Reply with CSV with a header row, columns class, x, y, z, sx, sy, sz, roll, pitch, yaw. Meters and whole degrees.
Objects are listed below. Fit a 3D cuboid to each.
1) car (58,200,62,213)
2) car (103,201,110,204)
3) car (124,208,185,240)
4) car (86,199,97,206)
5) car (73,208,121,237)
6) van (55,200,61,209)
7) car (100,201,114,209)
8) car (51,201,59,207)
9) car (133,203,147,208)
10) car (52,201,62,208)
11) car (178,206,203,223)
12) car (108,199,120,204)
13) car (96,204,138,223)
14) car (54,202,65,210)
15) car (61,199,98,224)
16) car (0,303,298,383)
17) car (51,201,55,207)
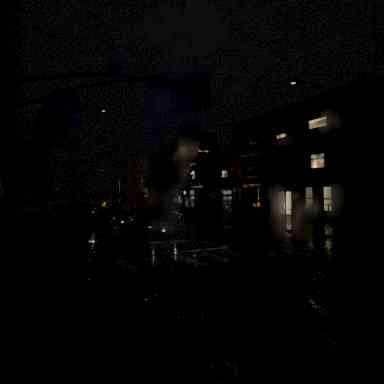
class,x,y,z,sx,sy,sz,roll,pitch,yaw
car,-14.792,2.150,40.422,1.967,1.590,4.097,-2,0,-24
car,-11.372,2.150,39.231,1.837,1.490,4.892,-1,-1,-24
car,-2.292,1.861,19.104,1.994,1.385,4.181,-1,-1,-25
car,-25.662,2.646,84.881,2.192,1.841,5.009,-2,0,-24
car,-6.086,1.940,20.861,1.947,1.339,4.313,-2,0,-24
van,-19.638,2.235,51.178,1.690,1.788,3.998,-2,0,-24
car,-16.616,2.512,64.860,1.752,1.417,4.829,-2,0,-24
car,-35.505,3.023,86.329,1.752,1.417,4.829,-2,0,-24
car,-7.124,2.176,43.865,2.008,1.369,4.403,-2,0,-24
car,-31.019,2.872,76.396,1.887,1.381,4.507,-2,0,-24
car,-0.487,1.926,29.454,2.008,1.369,4.403,-2,0,-24
car,-14.276,2.212,59.662,2.192,1.841,5.009,-2,0,-24
car,-6.573,2.008,28.572,2.033,1.411,5.357,-1,-1,-24
car,-26.395,2.677,66.154,1.752,1.417,4.829,-2,0,-24
car,-10.323,1.851,30.298,2.192,1.841,5.009,-2,0,-24
car,-1.606,1.563,1.702,4.892,1.490,1.837,0,0,-23
car,-24.193,2.383,61.266,2.192,1.841,5.009,-2,0,-24
